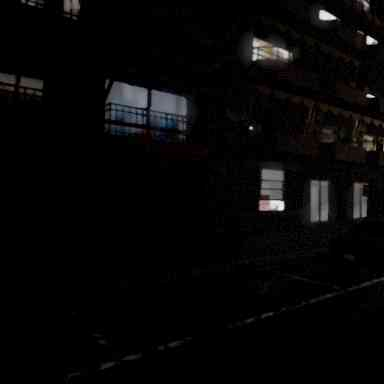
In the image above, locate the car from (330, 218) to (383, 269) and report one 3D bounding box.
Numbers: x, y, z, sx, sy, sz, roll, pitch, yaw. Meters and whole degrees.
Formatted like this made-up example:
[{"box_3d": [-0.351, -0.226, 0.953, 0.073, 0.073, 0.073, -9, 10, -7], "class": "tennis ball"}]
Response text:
[{"box_3d": [6.447, 1.573, 11.137, 4.313, 1.339, 1.947, 0, 1, -35], "class": "car"}]
